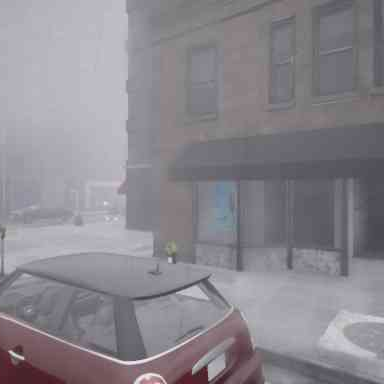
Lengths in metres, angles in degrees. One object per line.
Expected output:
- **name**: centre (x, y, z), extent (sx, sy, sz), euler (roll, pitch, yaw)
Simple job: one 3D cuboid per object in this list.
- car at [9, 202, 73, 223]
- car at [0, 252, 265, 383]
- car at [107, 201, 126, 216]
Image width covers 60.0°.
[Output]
- **car**: centre (-11.349, 1.513, 25.345), extent (1.812, 1.442, 4.674), euler (0, 0, 37)
- **car**: centre (-1.376, 1.440, 3.830), extent (4.097, 1.590, 1.967), euler (0, 0, 36)
- **car**: centre (-6.226, 1.553, 32.622), extent (1.994, 1.385, 4.181), euler (0, 0, 35)
